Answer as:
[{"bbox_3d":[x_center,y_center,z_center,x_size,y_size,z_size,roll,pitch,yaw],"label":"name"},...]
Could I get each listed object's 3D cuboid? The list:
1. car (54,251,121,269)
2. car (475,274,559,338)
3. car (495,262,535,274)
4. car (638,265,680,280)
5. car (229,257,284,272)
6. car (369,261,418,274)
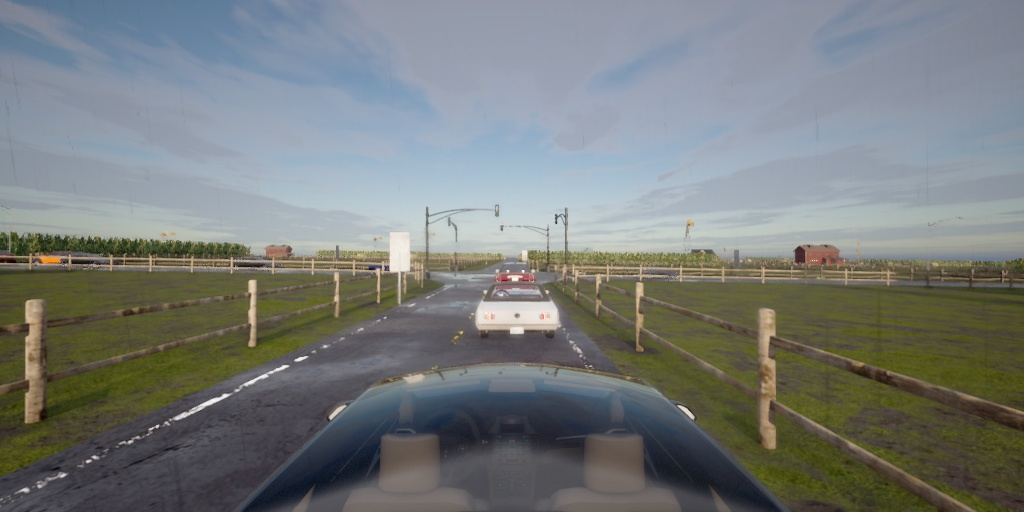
[{"bbox_3d":[-43.213,0.527,36.820,4.892,1.490,1.837,1,0,0],"label":"car"},{"bbox_3d":[0.124,1.361,10.136,1.895,1.301,4.718,0,0,0],"label":"car"},{"bbox_3d":[0.179,1.124,19.125,2.097,1.767,4.553,0,0,1],"label":"car"},{"bbox_3d":[15.088,1.664,36.625,4.181,1.385,1.994,1,0,0],"label":"car"},{"bbox_3d":[-26.122,0.831,36.750,4.892,1.490,1.837,1,0,0],"label":"car"},{"bbox_3d":[-11.984,1.188,36.706,4.718,1.301,1.895,1,0,0],"label":"car"}]
